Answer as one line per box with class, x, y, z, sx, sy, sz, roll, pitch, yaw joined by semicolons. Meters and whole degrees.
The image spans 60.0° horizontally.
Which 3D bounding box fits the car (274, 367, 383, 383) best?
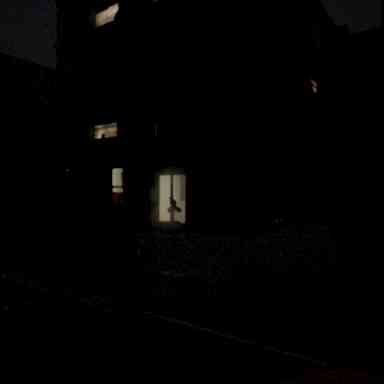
car;2.364;1.529;1.181;4.829;1.417;1.752;0;1;36
